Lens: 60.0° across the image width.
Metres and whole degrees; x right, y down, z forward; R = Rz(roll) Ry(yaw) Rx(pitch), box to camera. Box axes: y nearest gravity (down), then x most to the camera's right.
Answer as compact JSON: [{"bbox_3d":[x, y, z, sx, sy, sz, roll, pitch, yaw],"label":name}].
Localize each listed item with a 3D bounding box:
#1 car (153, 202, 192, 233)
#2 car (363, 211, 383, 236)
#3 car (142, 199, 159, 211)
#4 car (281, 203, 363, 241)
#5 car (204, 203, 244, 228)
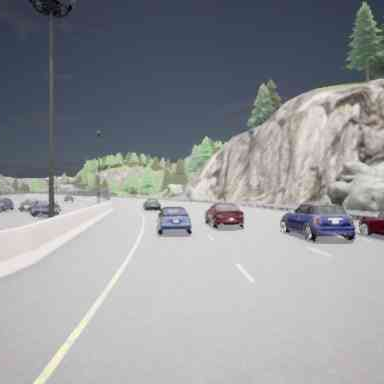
[{"bbox_3d":[-1.118,1.557,19.638,2.033,1.411,5.357,0,0,-7],"label":"car"},{"bbox_3d":[9.807,1.462,15.376,1.882,1.535,5.008,0,0,-5],"label":"car"},{"bbox_3d":[-5.095,1.590,41.999,1.994,1.385,4.181,0,0,-13],"label":"car"},{"bbox_3d":[6.165,1.345,16.812,2.097,1.767,4.553,0,0,-5],"label":"car"},{"bbox_3d":[2.061,1.481,22.283,1.882,1.535,5.008,0,0,-7],"label":"car"}]
